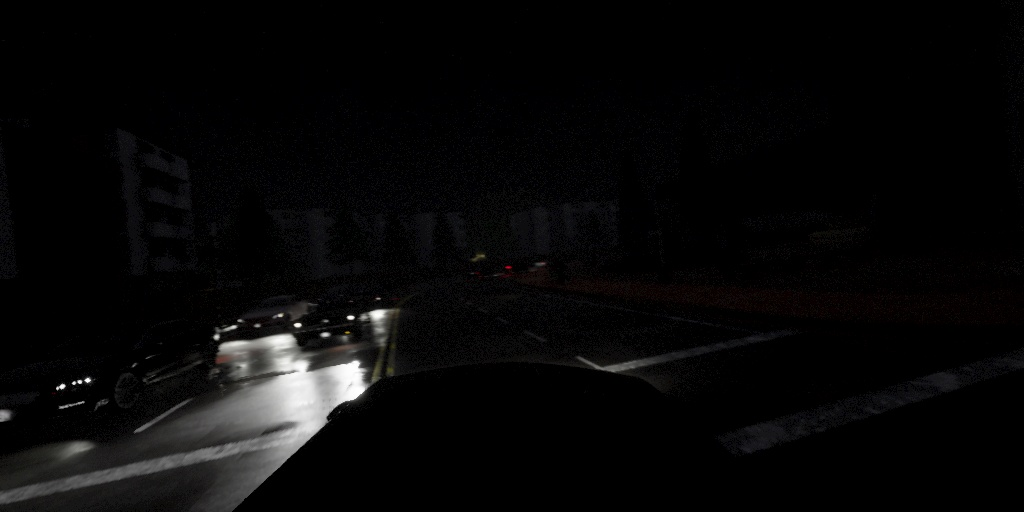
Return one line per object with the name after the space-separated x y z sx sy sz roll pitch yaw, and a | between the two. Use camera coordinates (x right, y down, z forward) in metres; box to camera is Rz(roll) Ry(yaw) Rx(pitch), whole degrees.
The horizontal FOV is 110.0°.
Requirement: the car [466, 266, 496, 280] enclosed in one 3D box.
-3.724 1.958 43.244 2.033 1.411 5.357 -7 0 18 | car

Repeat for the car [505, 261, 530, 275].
0.654 1.431 45.076 1.837 1.490 4.892 -7 0 21 | car

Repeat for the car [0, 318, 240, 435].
-8.294 2.209 7.685 2.128 1.511 4.902 -6 0 -16 | car

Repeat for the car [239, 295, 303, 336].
-10.758 2.574 16.569 1.812 1.442 4.674 -6 0 -14 | car

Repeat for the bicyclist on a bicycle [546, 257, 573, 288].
2.552 0.861 19.541 1.656 1.620 0.582 -7 0 -17 | bicyclist on a bicycle

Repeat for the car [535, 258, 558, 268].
5.493 1.034 54.187 1.895 1.301 4.718 -7 0 39 | car

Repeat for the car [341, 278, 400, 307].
-8.521 2.376 22.081 2.033 1.411 5.357 -6 0 -11 | car

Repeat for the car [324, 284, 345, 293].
-12.588 2.839 26.474 1.812 1.442 4.674 -6 0 -4 | car

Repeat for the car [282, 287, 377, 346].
-6.182 2.111 12.783 1.895 1.301 4.718 -6 0 -16 | car

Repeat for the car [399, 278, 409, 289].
-12.358 2.949 36.608 1.895 1.301 4.718 -6 0 8 | car
